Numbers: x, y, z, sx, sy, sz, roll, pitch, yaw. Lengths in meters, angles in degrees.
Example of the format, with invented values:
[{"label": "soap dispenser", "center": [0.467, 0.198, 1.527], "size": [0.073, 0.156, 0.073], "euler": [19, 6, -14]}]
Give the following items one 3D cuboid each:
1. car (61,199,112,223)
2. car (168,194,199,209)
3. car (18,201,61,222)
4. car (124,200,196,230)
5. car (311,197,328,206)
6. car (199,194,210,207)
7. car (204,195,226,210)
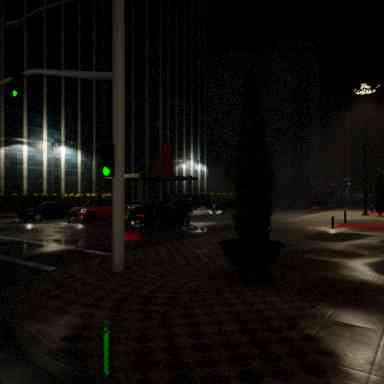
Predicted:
[{"label": "car", "center": [-7.400, 1.352, 25.952], "size": [2.097, 1.767, 4.553], "euler": [0, 0, 35]}, {"label": "car", "center": [-1.711, 1.352, 34.113], "size": [2.097, 1.767, 4.553], "euler": [0, 0, 35]}, {"label": "car", "center": [-11.235, 1.478, 26.574], "size": [1.882, 1.535, 5.008], "euler": [0, 0, 35]}, {"label": "car", "center": [-2.020, 1.505, 21.082], "size": [1.837, 1.490, 4.892], "euler": [0, 0, 35]}, {"label": "car", "center": [20.509, 1.505, 53.416], "size": [1.837, 1.490, 4.892], "euler": [0, 0, 35]}, {"label": "car", "center": [0.560, 1.221, 43.472], "size": [2.150, 2.045, 5.566], "euler": [0, 0, 35]}, {"label": "car", "center": [4.129, 1.491, 42.470], "size": [2.128, 1.511, 4.902], "euler": [0, 0, 35]}]
